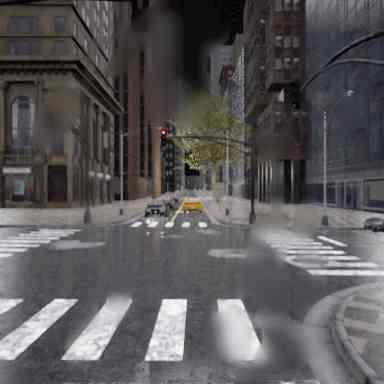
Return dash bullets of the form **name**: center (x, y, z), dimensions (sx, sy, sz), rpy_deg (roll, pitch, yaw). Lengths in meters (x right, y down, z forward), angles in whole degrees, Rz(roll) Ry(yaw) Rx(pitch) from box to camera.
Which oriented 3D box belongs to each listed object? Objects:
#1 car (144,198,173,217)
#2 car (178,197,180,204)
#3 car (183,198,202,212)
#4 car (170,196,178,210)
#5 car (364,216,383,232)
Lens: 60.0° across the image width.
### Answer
- **car**: center (-3.130, 1.519, 30.415), dimensions (1.994, 1.385, 4.181), rpy_deg (0, 0, 0)
- **car**: center (-3.124, 1.374, 58.008), dimensions (1.895, 1.301, 4.718), rpy_deg (0, 0, 0)
- **car**: center (0.059, 1.397, 37.021), dimensions (1.882, 1.535, 5.008), rpy_deg (0, 0, 0)
- **car**: center (-3.141, 1.491, 41.771), dimensions (1.895, 1.301, 4.718), rpy_deg (0, 0, 0)
- **car**: center (11.909, 1.650, 18.469), dimensions (4.403, 1.369, 2.008), rpy_deg (0, 0, 0)
